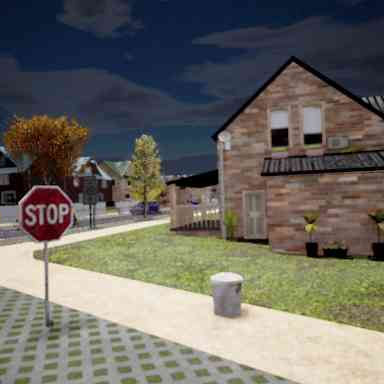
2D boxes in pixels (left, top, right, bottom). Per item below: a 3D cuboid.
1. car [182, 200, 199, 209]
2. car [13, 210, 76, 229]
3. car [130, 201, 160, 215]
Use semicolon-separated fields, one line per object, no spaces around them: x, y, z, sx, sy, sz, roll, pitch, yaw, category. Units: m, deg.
-0.211;2.154;56.499;1.882;1.535;5.008;-2;-1;17;car
-10.390;1.618;23.719;2.097;1.767;4.553;-2;-1;17;car
-5.548;1.794;39.468;2.097;1.767;4.553;-2;-1;17;car
